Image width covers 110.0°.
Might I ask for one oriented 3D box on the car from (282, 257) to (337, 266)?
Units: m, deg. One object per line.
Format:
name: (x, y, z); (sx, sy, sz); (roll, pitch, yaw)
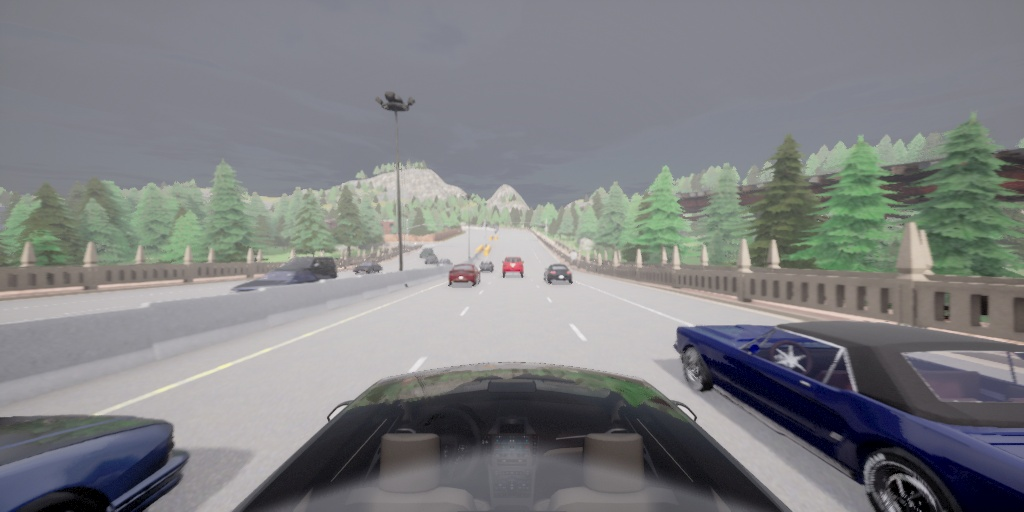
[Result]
car: (-14.092, 1.057, 24.673); (2.150, 2.045, 5.566); (0, 0, 0)

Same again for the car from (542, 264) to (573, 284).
car: (3.604, 1.376, 28.373); (1.812, 1.442, 4.674); (0, 0, 0)

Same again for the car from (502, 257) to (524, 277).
car: (0.107, 1.106, 38.457); (2.150, 2.045, 5.566); (0, -1, 0)

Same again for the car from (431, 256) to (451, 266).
car: (-10.547, 1.147, 55.647); (2.128, 1.511, 4.902); (0, 3, 0)

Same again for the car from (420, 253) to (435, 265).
car: (-14.018, 0.753, 62.724); (1.837, 1.490, 4.892); (0, 4, 1)

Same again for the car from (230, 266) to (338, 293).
car: (-10.596, 1.354, 16.997); (2.033, 1.411, 5.357); (0, 0, 0)

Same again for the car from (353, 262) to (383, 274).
car: (-17.564, 1.450, 44.112); (2.033, 1.411, 5.357); (0, 0, 0)

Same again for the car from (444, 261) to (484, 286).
car: (-3.395, 1.320, 26.335); (1.882, 1.535, 5.008); (0, -1, 0)

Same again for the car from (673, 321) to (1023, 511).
car: (3.601, 1.354, 3.820); (1.895, 1.301, 4.718); (0, 0, 0)

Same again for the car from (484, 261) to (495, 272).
car: (-3.392, 1.365, 48.428); (2.128, 1.511, 4.902); (0, 1, 0)

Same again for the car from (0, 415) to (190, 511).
car: (-3.399, 1.301, 0.227); (2.033, 1.411, 5.357); (0, 0, 0)
